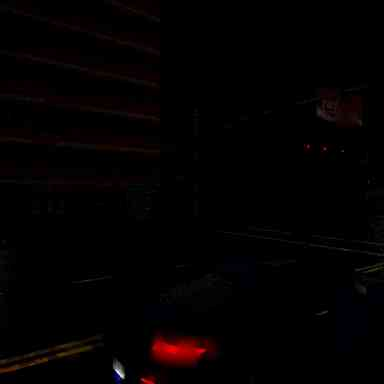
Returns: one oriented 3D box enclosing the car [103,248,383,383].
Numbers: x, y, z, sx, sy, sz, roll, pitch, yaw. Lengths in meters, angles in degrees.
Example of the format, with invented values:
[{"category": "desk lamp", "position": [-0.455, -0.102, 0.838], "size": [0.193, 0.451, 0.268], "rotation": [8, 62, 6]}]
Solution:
[{"category": "car", "position": [1.162, 1.526, 4.570], "size": [4.674, 1.442, 1.812], "rotation": [0, 0, -36]}]
